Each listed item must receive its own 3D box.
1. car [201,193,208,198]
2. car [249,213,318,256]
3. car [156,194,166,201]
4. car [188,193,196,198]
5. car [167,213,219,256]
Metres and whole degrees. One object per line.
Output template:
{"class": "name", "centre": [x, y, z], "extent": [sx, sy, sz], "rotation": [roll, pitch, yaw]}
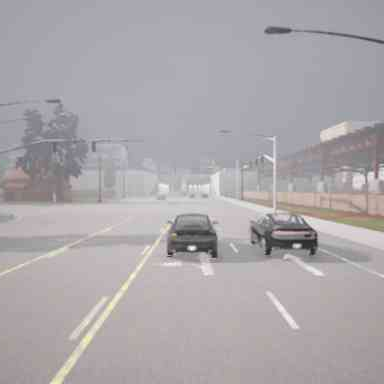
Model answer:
{"class": "car", "centre": [3.508, 0.965, 94.400], "extent": [1.882, 1.535, 5.008], "rotation": [0, 1, 0]}
{"class": "car", "centre": [3.519, 1.589, 13.513], "extent": [2.128, 1.511, 4.902], "rotation": [0, 0, 0]}
{"class": "car", "centre": [-6.994, 1.291, 75.564], "extent": [2.128, 1.511, 4.902], "rotation": [0, 1, 0]}
{"class": "car", "centre": [0.008, 1.011, 94.400], "extent": [1.812, 1.442, 4.674], "rotation": [0, 1, 0]}
{"class": "car", "centre": [0.018, 1.603, 13.516], "extent": [1.837, 1.490, 4.892], "rotation": [0, 0, 0]}
